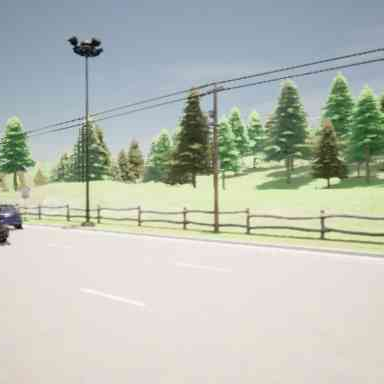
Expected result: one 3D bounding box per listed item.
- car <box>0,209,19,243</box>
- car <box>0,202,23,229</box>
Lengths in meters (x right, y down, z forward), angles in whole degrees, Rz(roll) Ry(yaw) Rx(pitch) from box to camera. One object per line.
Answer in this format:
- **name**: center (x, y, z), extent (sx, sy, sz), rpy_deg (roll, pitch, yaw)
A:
- **car**: center (-10.345, 1.663, 15.648), extent (4.674, 1.442, 1.812), rpy_deg (0, 0, 36)
- **car**: center (-13.217, 1.535, 21.976), extent (4.553, 1.767, 2.097), rpy_deg (-1, 0, 35)
